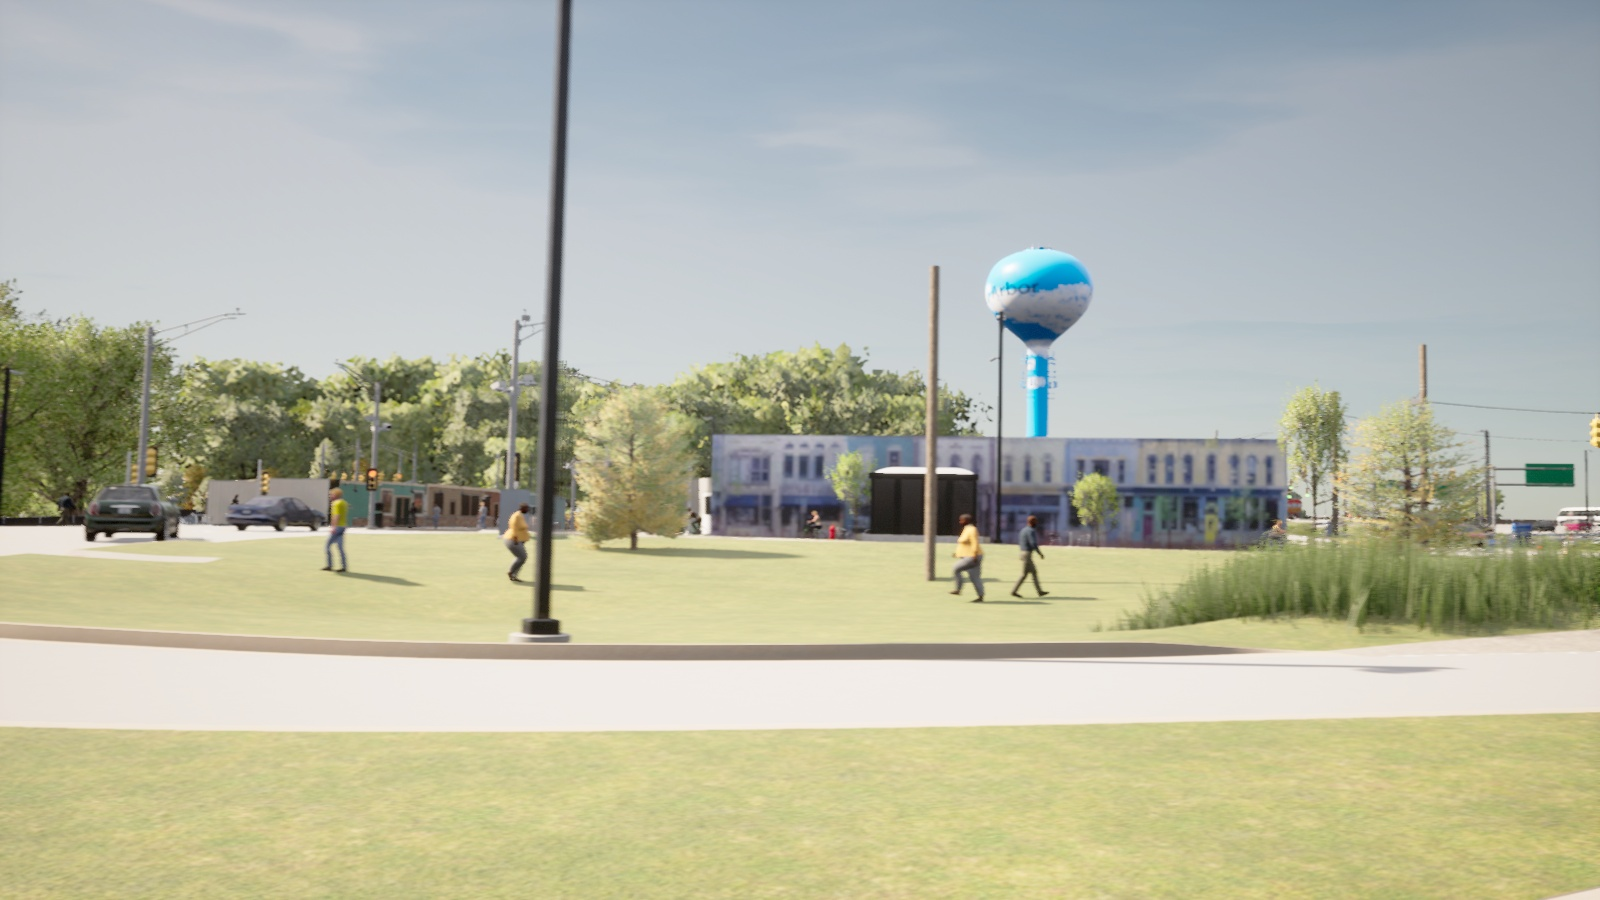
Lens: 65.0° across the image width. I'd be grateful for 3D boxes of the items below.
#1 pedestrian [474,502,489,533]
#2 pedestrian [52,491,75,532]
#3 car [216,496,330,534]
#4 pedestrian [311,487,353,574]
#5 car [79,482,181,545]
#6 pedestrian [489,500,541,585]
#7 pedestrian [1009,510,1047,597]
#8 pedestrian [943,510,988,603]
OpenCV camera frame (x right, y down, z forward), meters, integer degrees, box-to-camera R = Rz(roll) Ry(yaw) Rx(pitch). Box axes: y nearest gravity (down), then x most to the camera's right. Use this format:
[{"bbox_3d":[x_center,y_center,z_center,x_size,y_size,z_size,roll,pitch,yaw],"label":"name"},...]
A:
[{"bbox_3d":[-18.911,4.020,74.494,0.706,1.836,0.354,0,-4,12],"label":"pedestrian"},{"bbox_3d":[-33.091,2.779,56.408,0.370,1.835,0.726,0,-4,19],"label":"pedestrian"},{"bbox_3d":[-21.149,2.637,50.680,2.033,1.411,5.357,1,-3,4],"label":"car"},{"bbox_3d":[-10.049,1.726,26.974,0.706,1.836,0.354,1,-4,1],"label":"pedestrian"},{"bbox_3d":[-20.055,1.884,37.792,2.097,1.767,4.553,2,-2,-21],"label":"car"},{"bbox_3d":[-6.386,2.061,28.144,0.900,1.855,0.874,1,-4,0],"label":"pedestrian"},{"bbox_3d":[4.917,2.232,27.134,0.726,1.835,0.370,1,-4,-3],"label":"pedestrian"},{"bbox_3d":[3.423,2.190,25.976,0.900,1.855,0.874,1,-4,7],"label":"pedestrian"}]
